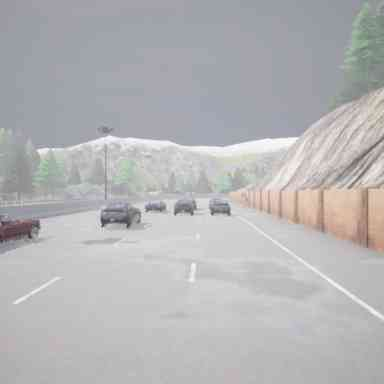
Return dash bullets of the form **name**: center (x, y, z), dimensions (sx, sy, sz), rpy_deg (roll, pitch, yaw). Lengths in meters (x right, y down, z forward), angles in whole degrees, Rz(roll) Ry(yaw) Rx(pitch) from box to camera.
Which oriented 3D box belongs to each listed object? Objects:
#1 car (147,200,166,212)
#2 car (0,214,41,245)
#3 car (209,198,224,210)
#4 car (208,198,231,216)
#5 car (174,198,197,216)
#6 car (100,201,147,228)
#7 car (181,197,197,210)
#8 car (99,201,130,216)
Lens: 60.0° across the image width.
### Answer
- **car**: center (-4.057, 1.598, 38.078), dimensions (1.895, 1.301, 4.718), rpy_deg (0, 0, 2)
- **car**: center (-8.446, 1.600, 14.316), dimensions (1.895, 1.301, 4.718), rpy_deg (0, 0, 2)
- **car**: center (3.135, 1.522, 43.185), dimensions (1.812, 1.442, 4.674), rpy_deg (0, 0, 2)
- **car**: center (2.749, 1.489, 32.742), dimensions (2.128, 1.511, 4.902), rpy_deg (0, 0, 2)
- **car**: center (-0.744, 1.502, 33.020), dimensions (1.837, 1.490, 4.892), rpy_deg (0, 0, 2)
- **car**: center (-4.647, 1.487, 22.256), dimensions (2.128, 1.511, 4.902), rpy_deg (0, 0, 2)
- **car**: center (-0.356, 1.474, 43.457), dimensions (1.882, 1.535, 5.008), rpy_deg (0, 0, 2)
- **car**: center (-7.720, 1.598, 33.757), dimensions (1.895, 1.301, 4.718), rpy_deg (0, 0, 2)
